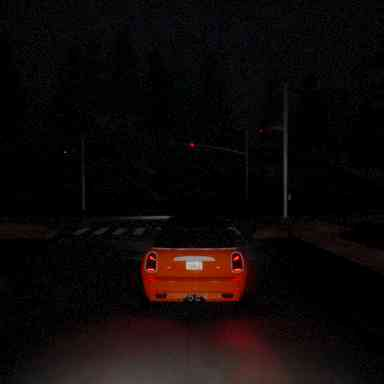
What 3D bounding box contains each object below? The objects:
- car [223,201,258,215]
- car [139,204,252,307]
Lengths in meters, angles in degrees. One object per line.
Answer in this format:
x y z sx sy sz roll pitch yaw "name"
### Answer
2.872 1.438 27.358 4.718 1.301 1.895 0 0 0 "car"
0.049 1.352 8.149 2.097 1.767 4.553 0 0 0 "car"
